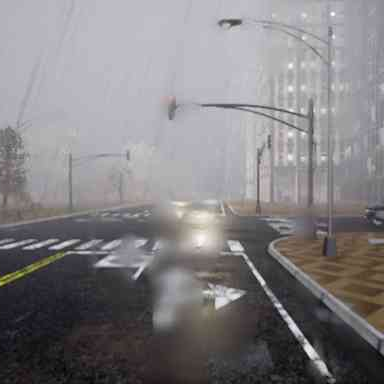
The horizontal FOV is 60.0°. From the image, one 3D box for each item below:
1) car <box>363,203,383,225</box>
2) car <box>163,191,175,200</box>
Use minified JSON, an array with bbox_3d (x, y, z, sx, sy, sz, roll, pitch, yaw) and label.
[{"bbox_3d":[13.112,1.330,20.289,4.902,1.511,2.128,0,0,5],"label":"car"},{"bbox_3d":[-4.991,0.759,74.086,2.150,2.045,5.566,0,0,4],"label":"car"}]
